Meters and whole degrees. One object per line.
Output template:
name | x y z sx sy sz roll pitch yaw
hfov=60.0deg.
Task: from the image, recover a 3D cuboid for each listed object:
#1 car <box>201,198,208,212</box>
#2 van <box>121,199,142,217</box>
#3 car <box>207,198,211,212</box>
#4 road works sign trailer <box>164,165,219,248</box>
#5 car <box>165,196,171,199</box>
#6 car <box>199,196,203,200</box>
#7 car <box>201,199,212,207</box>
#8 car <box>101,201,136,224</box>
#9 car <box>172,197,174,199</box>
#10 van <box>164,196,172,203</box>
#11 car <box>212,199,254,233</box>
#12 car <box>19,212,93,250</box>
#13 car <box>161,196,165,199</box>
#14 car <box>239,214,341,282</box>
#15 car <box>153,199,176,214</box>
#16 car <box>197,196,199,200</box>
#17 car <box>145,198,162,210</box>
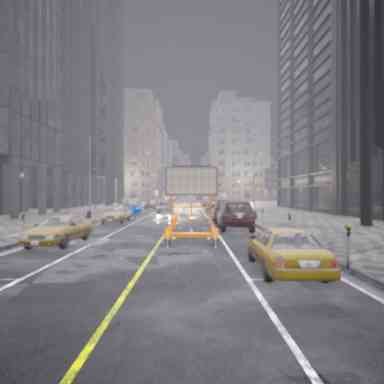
car | 2.603 1.818 43.344 2.008 1.369 4.403 0 0 0
van | -5.907 1.548 32.076 1.690 1.788 3.998 0 0 0
car | 2.627 1.487 26.427 2.192 1.841 5.009 0 0 0
road works sign trailer | -0.022 0.564 15.254 2.380 3.560 2.880 0 0 0
car | -5.964 1.963 71.553 1.947 1.339 4.313 0 0 0
car | 2.586 1.760 54.623 1.967 1.590 4.097 0 0 0
car | 2.578 1.928 60.262 1.802 1.307 4.206 0 0 0
car | -5.899 1.697 26.263 1.752 1.417 4.829 0 0 0
car | -5.973 1.737 77.195 2.192 1.841 5.009 0 0 0
van | -5.981 1.787 82.836 1.690 1.788 3.998 0 0 0
car | 2.636 1.452 20.787 2.192 1.841 5.009 0 0 0
car | -5.888 1.623 14.950 1.752 1.417 4.829 0 -1 1
car | -5.939 1.761 54.635 1.967 1.590 4.097 0 0 0
car | 2.653 1.589 9.717 1.752 1.417 4.829 0 -1 1
car | -3.153 1.849 39.671 1.895 1.301 4.718 0 0 0
car | 2.570 1.916 65.901 1.887 1.381 4.507 0 0 0
car | -5.931 1.877 48.993 1.802 1.307 4.206 0 0 0
